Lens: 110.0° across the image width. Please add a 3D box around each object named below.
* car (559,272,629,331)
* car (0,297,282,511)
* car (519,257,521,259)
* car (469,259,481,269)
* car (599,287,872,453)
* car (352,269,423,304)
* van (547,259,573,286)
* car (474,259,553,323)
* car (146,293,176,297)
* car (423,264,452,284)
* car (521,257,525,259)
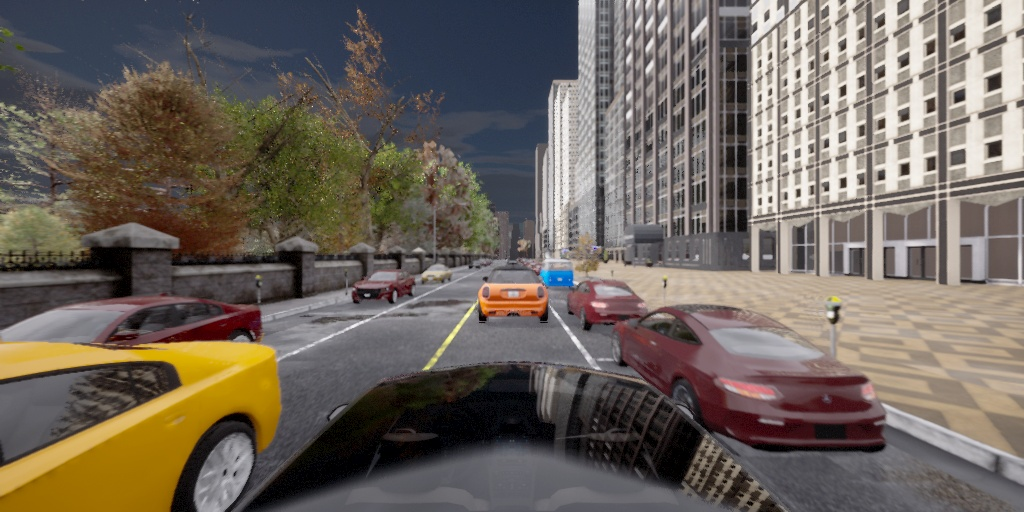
[{"bbox_3d":[2.690,1.332,10.732,1.802,1.307,4.207,0,0,0],"label":"car"},{"bbox_3d":[-3.101,1.227,1.285,1.882,1.535,5.008,0,0,0],"label":"car"},{"bbox_3d":[0.109,1.278,48.614,1.837,1.490,4.892,0,0,0],"label":"car"},{"bbox_3d":[-5.682,1.344,55.791,1.948,1.339,4.313,0,0,0],"label":"car"},{"bbox_3d":[2.689,1.331,5.100,1.802,1.307,4.207,0,0,0],"label":"car"},{"bbox_3d":[-5.689,1.295,16.365,1.888,1.381,4.507,0,0,0],"label":"car"},{"bbox_3d":[2.692,1.093,21.997,1.690,1.789,3.998,0,0,0],"label":"van"},{"bbox_3d":[0.029,1.102,12.335,2.097,1.767,4.553,0,0,0],"label":"car"},{"bbox_3d":[-5.691,1.294,5.101,1.888,1.381,4.507,0,0,0],"label":"car"},{"bbox_3d":[-5.688,1.281,27.460,1.751,1.417,4.829,0,0,0],"label":"car"},{"bbox_3d":[2.698,1.218,55.789,1.967,1.591,4.097,0,0,0],"label":"car"}]
